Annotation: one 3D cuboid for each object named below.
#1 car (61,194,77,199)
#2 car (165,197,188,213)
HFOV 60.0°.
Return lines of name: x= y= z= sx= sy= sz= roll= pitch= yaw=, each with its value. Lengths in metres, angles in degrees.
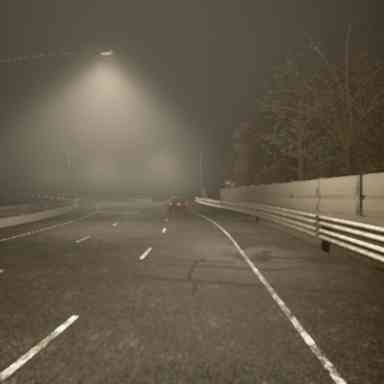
car: x=-30.719 y=1.260 z=83.945 sx=1.837 sy=1.490 sz=4.892 roll=0 pitch=0 yaw=-41
car: x=-1.790 y=1.337 z=36.984 sx=2.097 sy=1.767 sz=4.553 roll=0 pitch=0 yaw=-11
